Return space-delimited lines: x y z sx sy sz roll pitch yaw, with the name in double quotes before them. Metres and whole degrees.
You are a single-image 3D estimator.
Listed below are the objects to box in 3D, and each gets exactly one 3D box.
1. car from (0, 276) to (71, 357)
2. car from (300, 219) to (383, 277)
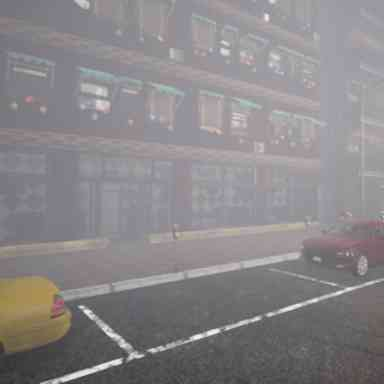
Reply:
"car" -3.963 1.524 3.731 4.829 1.417 1.752 0 0 -36
"car" 5.195 1.560 10.265 4.507 1.381 1.887 0 0 -36
